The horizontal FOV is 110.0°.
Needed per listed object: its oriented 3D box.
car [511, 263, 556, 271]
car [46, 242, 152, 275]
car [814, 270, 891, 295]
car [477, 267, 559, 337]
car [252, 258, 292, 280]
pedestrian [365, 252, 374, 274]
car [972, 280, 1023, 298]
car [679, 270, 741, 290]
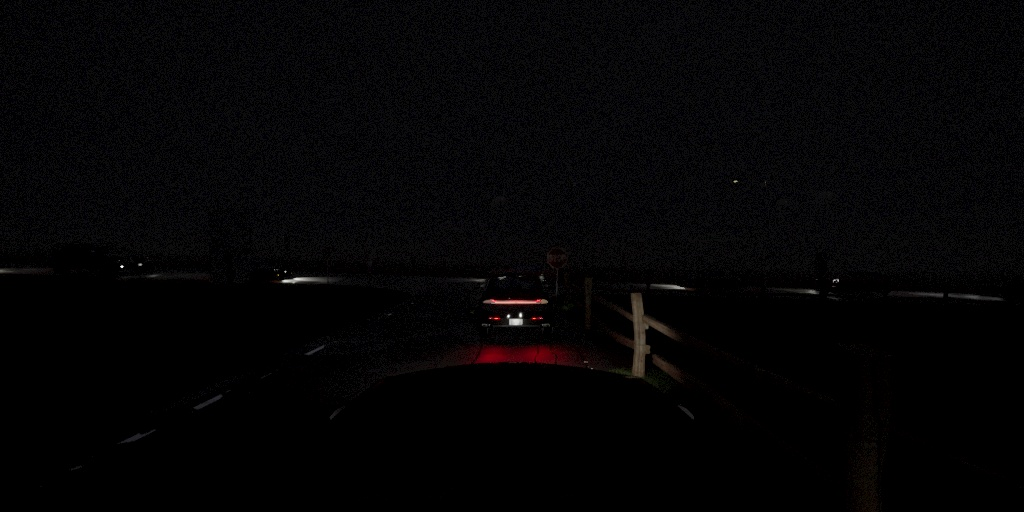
[{"bbox_3d":[0.847,1.263,27.413,5.357,1.411,2.033,3,1,0],"label":"car"},{"bbox_3d":[-28.099,0.142,24.457,5.566,2.045,2.150,2,3,0],"label":"car"},{"bbox_3d":[25.829,1.874,27.305,4.553,1.767,2.097,2,3,0],"label":"car"},{"bbox_3d":[0.069,1.234,10.300,2.128,1.511,4.902,0,0,0],"label":"car"},{"bbox_3d":[-17.452,0.839,24.456,4.181,1.385,1.994,2,3,0],"label":"car"},{"bbox_3d":[-12.114,0.528,30.401,0.375,1.860,0.375,0,1,0],"label":"pedestrian"},{"bbox_3d":[38.362,2.495,27.275,4.718,1.301,1.895,2,3,0],"label":"car"},{"bbox_3d":[15.042,1.749,27.338,4.181,1.385,1.994,2,3,0],"label":"car"}]
